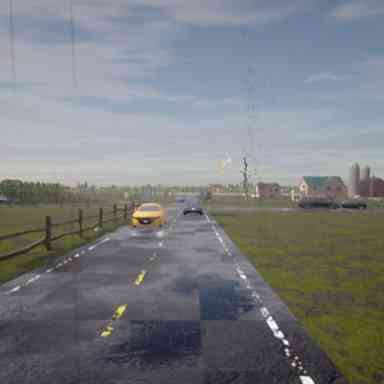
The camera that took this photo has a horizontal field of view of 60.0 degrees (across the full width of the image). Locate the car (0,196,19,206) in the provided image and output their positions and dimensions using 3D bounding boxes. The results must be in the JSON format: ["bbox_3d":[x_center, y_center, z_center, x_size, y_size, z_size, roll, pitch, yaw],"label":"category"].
[{"bbox_3d":[-28.211,1.308,49.134,4.892,1.490,1.837,1,1,1],"label":"car"}]

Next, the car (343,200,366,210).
[{"bbox_3d":[24.079,1.991,51.152,5.008,1.535,1.882,0,1,1],"label":"car"}]

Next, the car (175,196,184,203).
[{"bbox_3d":[-2.725,1.731,74.556,1.882,1.535,5.008,0,0,0],"label":"car"}]

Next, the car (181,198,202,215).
[{"bbox_3d":[0.075,1.684,35.547,1.994,1.385,4.181,0,0,-1],"label":"car"}]

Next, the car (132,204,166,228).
[{"bbox_3d":[-2.836,1.554,22.870,1.882,1.535,5.008,0,0,0],"label":"car"}]

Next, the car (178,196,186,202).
[{"bbox_3d":[-2.720,1.856,89.314,1.994,1.385,4.181,0,0,0],"label":"car"}]

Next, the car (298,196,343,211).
[{"bbox_3d":[18.389,1.681,48.384,5.566,2.045,2.150,1,1,2],"label":"car"}]
